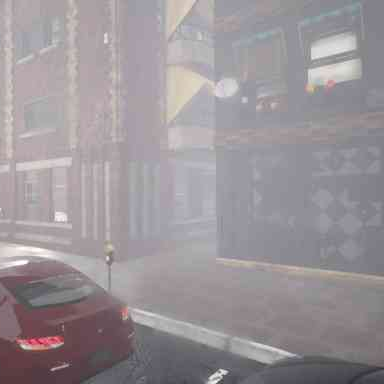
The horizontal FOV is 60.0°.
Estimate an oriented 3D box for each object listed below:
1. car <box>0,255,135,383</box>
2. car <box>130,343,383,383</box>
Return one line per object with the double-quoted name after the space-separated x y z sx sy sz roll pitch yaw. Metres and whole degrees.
-2.633 1.583 4.720 4.206 1.307 1.802 0 -1 35 "car"
1.975 1.566 1.439 4.313 1.339 1.947 0 -1 35 "car"
